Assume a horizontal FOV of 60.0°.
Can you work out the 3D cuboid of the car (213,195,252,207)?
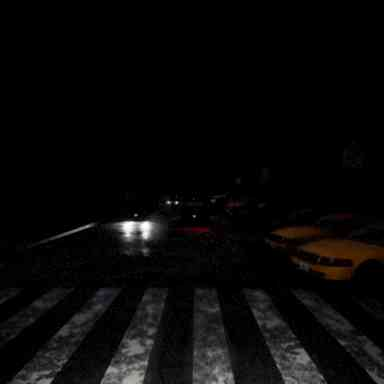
[{"bbox_3d":[5.457,1.240,44.746,4.792,1.488,2.163,1,1,-20],"label":"car"}]

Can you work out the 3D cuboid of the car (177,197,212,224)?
[{"bbox_3d":[0.152,1.327,23.062,1.882,1.535,5.008,0,0,0],"label":"car"}]

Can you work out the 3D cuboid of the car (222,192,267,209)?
[{"bbox_3d":[5.422,1.167,29.755,4.553,1.767,2.185,1,1,-20],"label":"car"}]

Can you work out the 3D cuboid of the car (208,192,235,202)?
[{"bbox_3d":[5.633,1.015,62.779,4.553,1.767,2.185,1,0,-20],"label":"car"}]

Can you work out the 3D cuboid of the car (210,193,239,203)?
[{"bbox_3d":[5.533,1.035,56.762,4.553,1.767,2.185,1,0,-20],"label":"car"}]

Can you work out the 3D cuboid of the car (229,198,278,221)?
[{"bbox_3d":[5.361,1.371,23.744,4.674,1.452,2.002,1,1,-20],"label":"car"}]

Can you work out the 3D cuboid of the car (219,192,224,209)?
[{"bbox_3d":[5.440,1.149,32.756,4.553,1.767,2.185,1,1,-20],"label":"car"}]

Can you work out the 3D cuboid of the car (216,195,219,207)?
[{"bbox_3d":[5.422,1.297,35.753,4.674,1.452,2.002,1,0,-20],"label":"car"}]

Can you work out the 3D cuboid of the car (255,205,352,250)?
[{"bbox_3d":[5.146,1.409,11.680,5.366,1.575,1.946,1,1,-20],"label":"car"}]

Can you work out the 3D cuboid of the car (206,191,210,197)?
[{"bbox_3d":[5.483,0.945,47.746,5.566,2.045,2.435,1,1,-20],"label":"car"}]

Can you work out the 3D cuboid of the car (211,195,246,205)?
[{"bbox_3d":[5.500,1.214,50.747,4.792,1.488,2.163,1,1,-20],"label":"car"}]

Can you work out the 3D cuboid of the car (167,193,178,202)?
[{"bbox_3d":[-3.814,0.994,65.993,2.097,1.767,4.553,0,0,0],"label":"car"}]

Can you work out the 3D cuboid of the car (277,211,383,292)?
[{"bbox_3d":[5.142,1.429,8.678,5.366,1.575,1.946,1,1,-20],"label":"car"}]

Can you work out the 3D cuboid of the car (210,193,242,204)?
[{"bbox_3d":[5.514,1.046,53.761,4.553,1.767,2.185,1,0,-20],"label":"car"}]

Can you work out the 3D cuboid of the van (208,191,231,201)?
[{"bbox_3d":[5.739,0.897,68.826,4.442,1.987,1.878,1,0,-20],"label":"van"}]

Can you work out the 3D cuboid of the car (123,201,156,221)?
[{"bbox_3d":[-3.900,1.400,25.072,1.994,1.385,4.181,0,0,0],"label":"car"}]

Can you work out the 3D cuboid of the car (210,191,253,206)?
[{"bbox_3d":[5.435,0.990,38.730,5.566,2.045,2.435,1,1,-20],"label":"car"}]

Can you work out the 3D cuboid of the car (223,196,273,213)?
[{"bbox_3d":[5.346,1.340,26.736,4.792,1.488,2.163,1,1,-20],"label":"car"}]

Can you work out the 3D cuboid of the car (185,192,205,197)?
[{"bbox_3d":[0.236,0.957,42.667,2.150,2.045,5.566,0,0,0],"label":"car"}]

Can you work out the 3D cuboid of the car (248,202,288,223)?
[{"bbox_3d":[5.335,1.394,14.744,4.892,1.521,2.231,1,1,-20],"label":"car"}]

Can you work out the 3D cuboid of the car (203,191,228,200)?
[{"bbox_3d":[5.685,0.833,80.818,5.566,2.045,2.435,1,0,-20],"label":"car"}]
